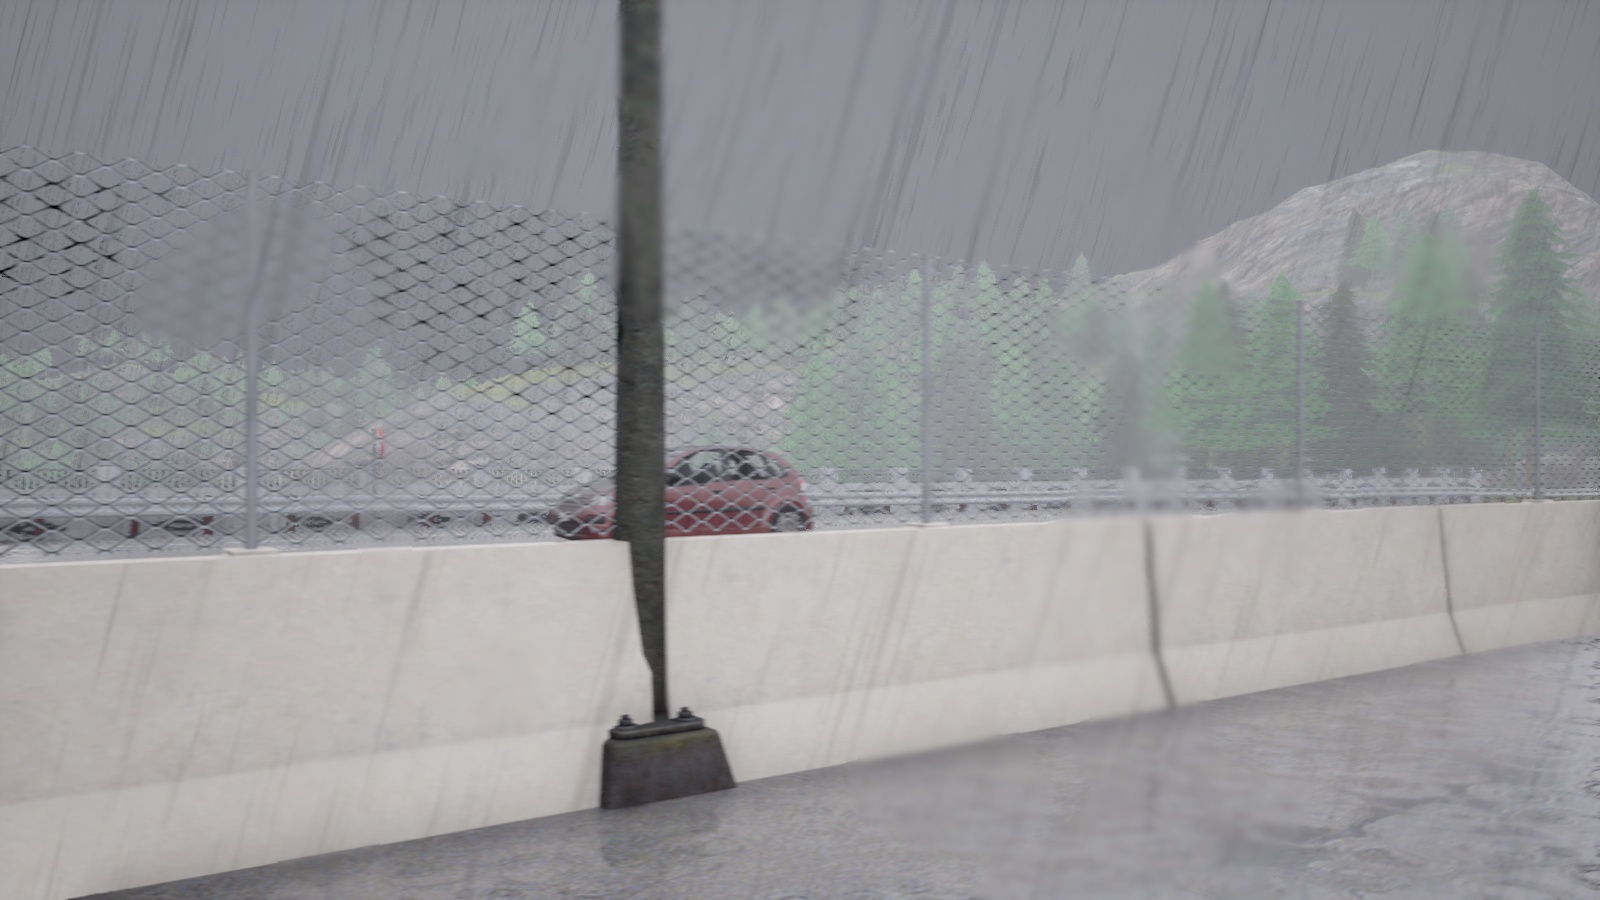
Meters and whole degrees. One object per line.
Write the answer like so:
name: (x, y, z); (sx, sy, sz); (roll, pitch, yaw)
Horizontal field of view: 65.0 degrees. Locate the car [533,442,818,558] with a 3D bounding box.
car: (-1.886, 0.697, 19.404); (3.988, 1.617, 1.851); (0, 0, -35)
